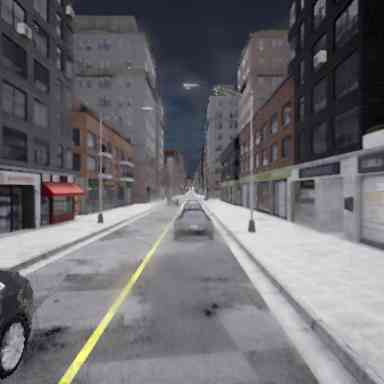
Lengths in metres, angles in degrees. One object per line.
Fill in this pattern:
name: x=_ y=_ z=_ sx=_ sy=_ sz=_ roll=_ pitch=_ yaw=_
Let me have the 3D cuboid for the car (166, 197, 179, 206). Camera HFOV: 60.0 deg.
car: x=-3.025 y=1.497 z=53.505 sx=1.812 sy=1.442 sz=4.674 roll=0 pitch=0 yaw=1

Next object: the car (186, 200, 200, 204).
car: x=0.098 y=1.533 z=34.421 sx=2.033 sy=1.411 sz=5.357 roll=0 pitch=0 yaw=0

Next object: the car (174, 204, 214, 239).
car: x=0.095 y=1.558 z=17.246 sx=1.994 sy=1.385 sz=4.181 roll=0 pitch=0 yaw=0

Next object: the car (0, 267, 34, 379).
car: x=-3.099 y=1.505 z=2.704 sx=1.837 sy=1.490 sz=4.892 roll=0 pitch=0 yaw=0
